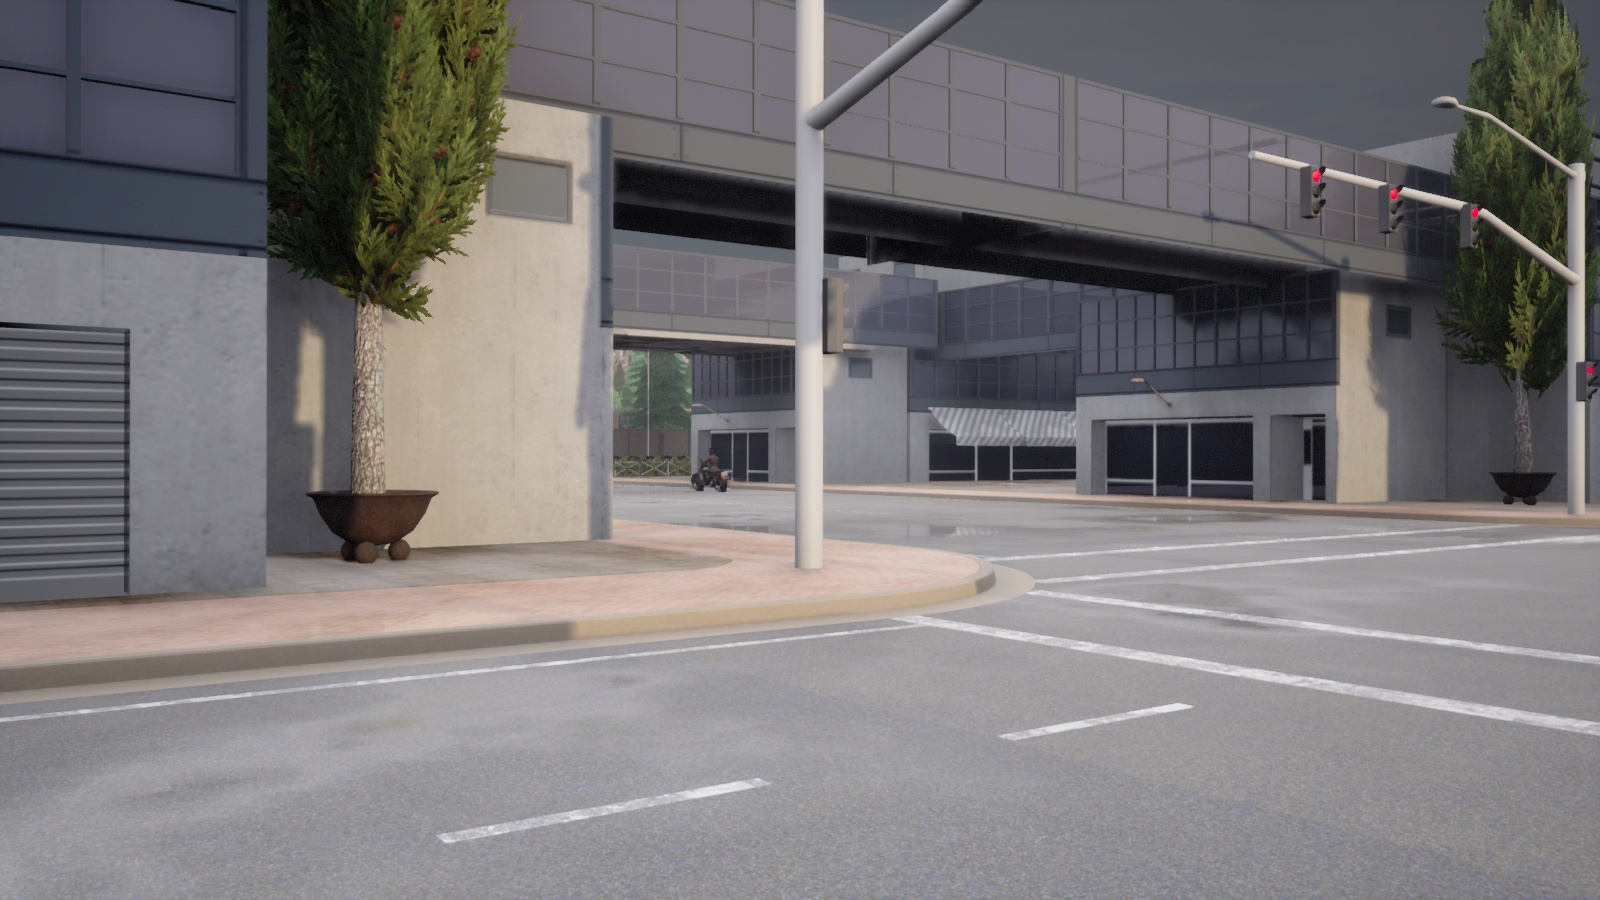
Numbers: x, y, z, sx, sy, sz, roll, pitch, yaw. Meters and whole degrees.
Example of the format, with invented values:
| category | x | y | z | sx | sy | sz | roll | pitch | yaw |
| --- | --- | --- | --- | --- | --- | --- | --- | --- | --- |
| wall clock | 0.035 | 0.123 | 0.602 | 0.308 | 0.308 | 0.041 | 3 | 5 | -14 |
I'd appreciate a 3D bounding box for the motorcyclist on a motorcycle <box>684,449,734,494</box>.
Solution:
| category | x | y | z | sx | sy | sz | roll | pitch | yaw |
| --- | --- | --- | --- | --- | --- | --- | --- | --- | --- |
| motorcyclist on a motorcycle | -3.446 | 0.808 | 47.533 | 0.766 | 1.649 | 2.350 | 0 | 0 | -36 |
